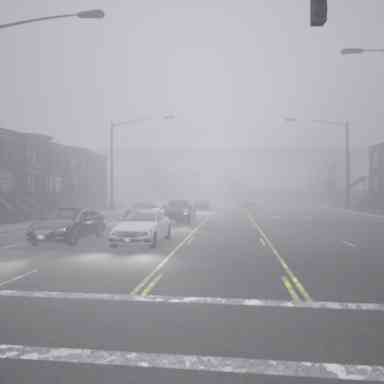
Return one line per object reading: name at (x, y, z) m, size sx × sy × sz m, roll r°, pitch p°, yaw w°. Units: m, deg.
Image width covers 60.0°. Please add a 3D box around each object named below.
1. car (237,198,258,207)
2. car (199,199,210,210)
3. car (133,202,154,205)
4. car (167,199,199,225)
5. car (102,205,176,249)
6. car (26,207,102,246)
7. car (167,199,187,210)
car at (8.333, 1.572, 50.500) m, size 1.895 × 1.301 × 4.718 m, roll 0°, pitch 0°, yaw -8°
car at (1.198, 1.582, 41.247) m, size 1.895 × 1.301 × 4.718 m, roll 0°, pitch 0°, yaw 7°
car at (-4.072, 1.539, 27.613) m, size 2.033 × 1.411 × 5.357 m, roll 0°, pitch 0°, yaw 7°
car at (-0.969, 1.342, 24.157) m, size 2.097 × 1.767 × 4.553 m, roll 0°, pitch 0°, yaw 7°
car at (-2.134, 1.521, 14.791) m, size 1.812 × 1.442 × 4.674 m, roll 0°, pitch 0°, yaw 7°
car at (-5.579, 1.489, 15.361) m, size 2.128 × 1.511 × 4.902 m, roll 0°, pitch 0°, yaw 7°
car at (-1.949, 1.583, 44.157) m, size 1.895 × 1.301 × 4.718 m, roll 0°, pitch 0°, yaw 7°
